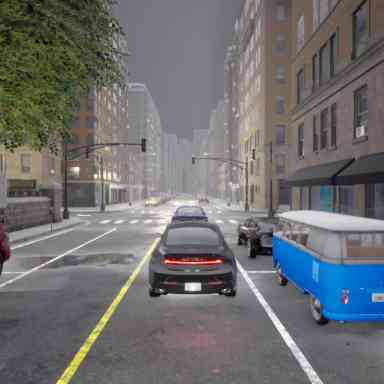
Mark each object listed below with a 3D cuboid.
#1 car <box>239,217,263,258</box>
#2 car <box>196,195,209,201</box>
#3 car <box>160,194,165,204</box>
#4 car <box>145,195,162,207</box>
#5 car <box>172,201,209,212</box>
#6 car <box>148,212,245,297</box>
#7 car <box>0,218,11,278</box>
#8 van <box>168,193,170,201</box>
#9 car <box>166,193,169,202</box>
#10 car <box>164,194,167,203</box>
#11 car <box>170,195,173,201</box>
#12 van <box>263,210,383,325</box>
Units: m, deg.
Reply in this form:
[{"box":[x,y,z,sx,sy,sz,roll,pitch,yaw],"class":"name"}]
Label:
[{"box":[2.765,1.563,12.486,1.947,1.339,4.313,0,0,0],"class":"car"},{"box":[2.345,1.409,66.861,1.967,1.590,4.097,0,0,0],"class":"car"},{"box":[-6.095,1.521,55.857,2.008,1.369,4.403,0,0,0],"class":"car"},{"box":[-6.052,1.498,50.237,1.752,1.417,4.829,0,0,0],"class":"car"},{"box":[-0.102,1.472,18.063,1.882,1.535,5.008,0,0,0],"class":"car"},{"box":[0.009,1.503,8.567,1.837,1.490,4.892,0,0,0],"class":"car"},{"box":[-5.716,1.314,6.720,2.192,1.841,5.009,0,0,0],"class":"car"},{"box":[-6.222,1.311,72.209,1.690,1.788,3.998,0,0,0],"class":"van"},{"box":[-6.179,1.514,66.759,1.887,1.381,4.507,0,0,0],"class":"car"},{"box":[-6.137,1.514,61.308,1.887,1.381,4.507,0,0,0],"class":"car"},{"box":[-6.263,1.522,77.660,2.008,1.369,4.403,0,0,0],"class":"car"},{"box":[2.808,1.340,6.825,1.690,1.788,3.998,0,0,0],"class":"van"}]
